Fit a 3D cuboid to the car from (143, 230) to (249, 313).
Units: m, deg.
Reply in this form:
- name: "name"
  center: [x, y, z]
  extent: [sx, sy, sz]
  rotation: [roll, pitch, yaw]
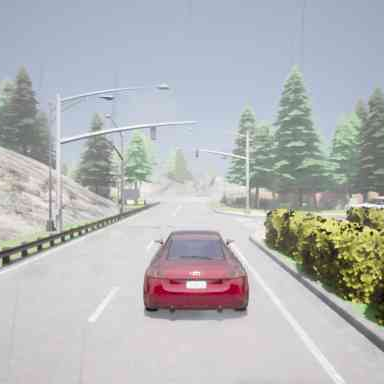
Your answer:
- name: "car"
  center: [0.070, 1.564, 7.731]
  extent: [1.994, 1.385, 4.181]
  rotation: [0, 0, 0]

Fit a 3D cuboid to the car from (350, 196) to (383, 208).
- name: "car"
  center: [16.090, 1.384, 27.836]
  extent: [5.566, 2.045, 2.150]
  rotation: [0, 0, 0]
